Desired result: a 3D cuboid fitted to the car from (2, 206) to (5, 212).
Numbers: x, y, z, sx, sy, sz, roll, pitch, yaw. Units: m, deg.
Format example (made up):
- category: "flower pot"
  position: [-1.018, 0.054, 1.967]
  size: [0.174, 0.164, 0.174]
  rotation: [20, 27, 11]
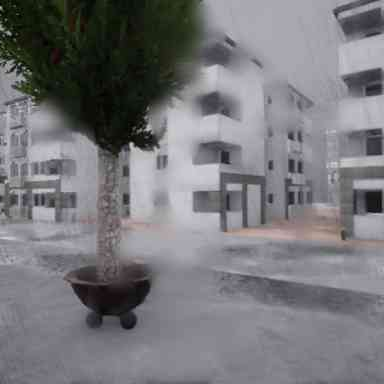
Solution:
- category: "car"
  position: [-22.521, 2.119, 44.642]
  size: [4.974, 1.542, 2.038]
  rotation: [0, 0, -24]
